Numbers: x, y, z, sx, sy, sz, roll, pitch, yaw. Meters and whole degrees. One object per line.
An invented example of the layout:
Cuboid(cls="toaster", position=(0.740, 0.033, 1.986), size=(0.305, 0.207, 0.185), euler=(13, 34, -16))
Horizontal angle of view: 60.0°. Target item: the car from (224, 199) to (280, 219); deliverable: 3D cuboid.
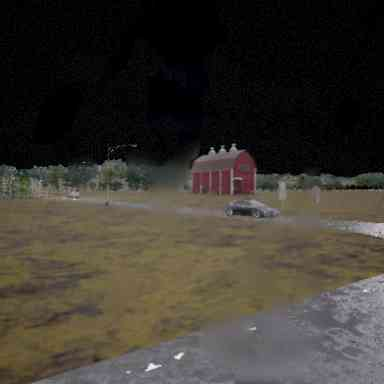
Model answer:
Cuboid(cls="car", position=(4.581, 1.325, 25.929), size=(1.837, 1.490, 4.892), euler=(1, 0, -36))

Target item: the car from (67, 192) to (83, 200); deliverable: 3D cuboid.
Cuboid(cls="car", position=(-22.404, 0.705, 63.727), size=(1.994, 1.385, 4.181), euler=(1, 0, -36))
